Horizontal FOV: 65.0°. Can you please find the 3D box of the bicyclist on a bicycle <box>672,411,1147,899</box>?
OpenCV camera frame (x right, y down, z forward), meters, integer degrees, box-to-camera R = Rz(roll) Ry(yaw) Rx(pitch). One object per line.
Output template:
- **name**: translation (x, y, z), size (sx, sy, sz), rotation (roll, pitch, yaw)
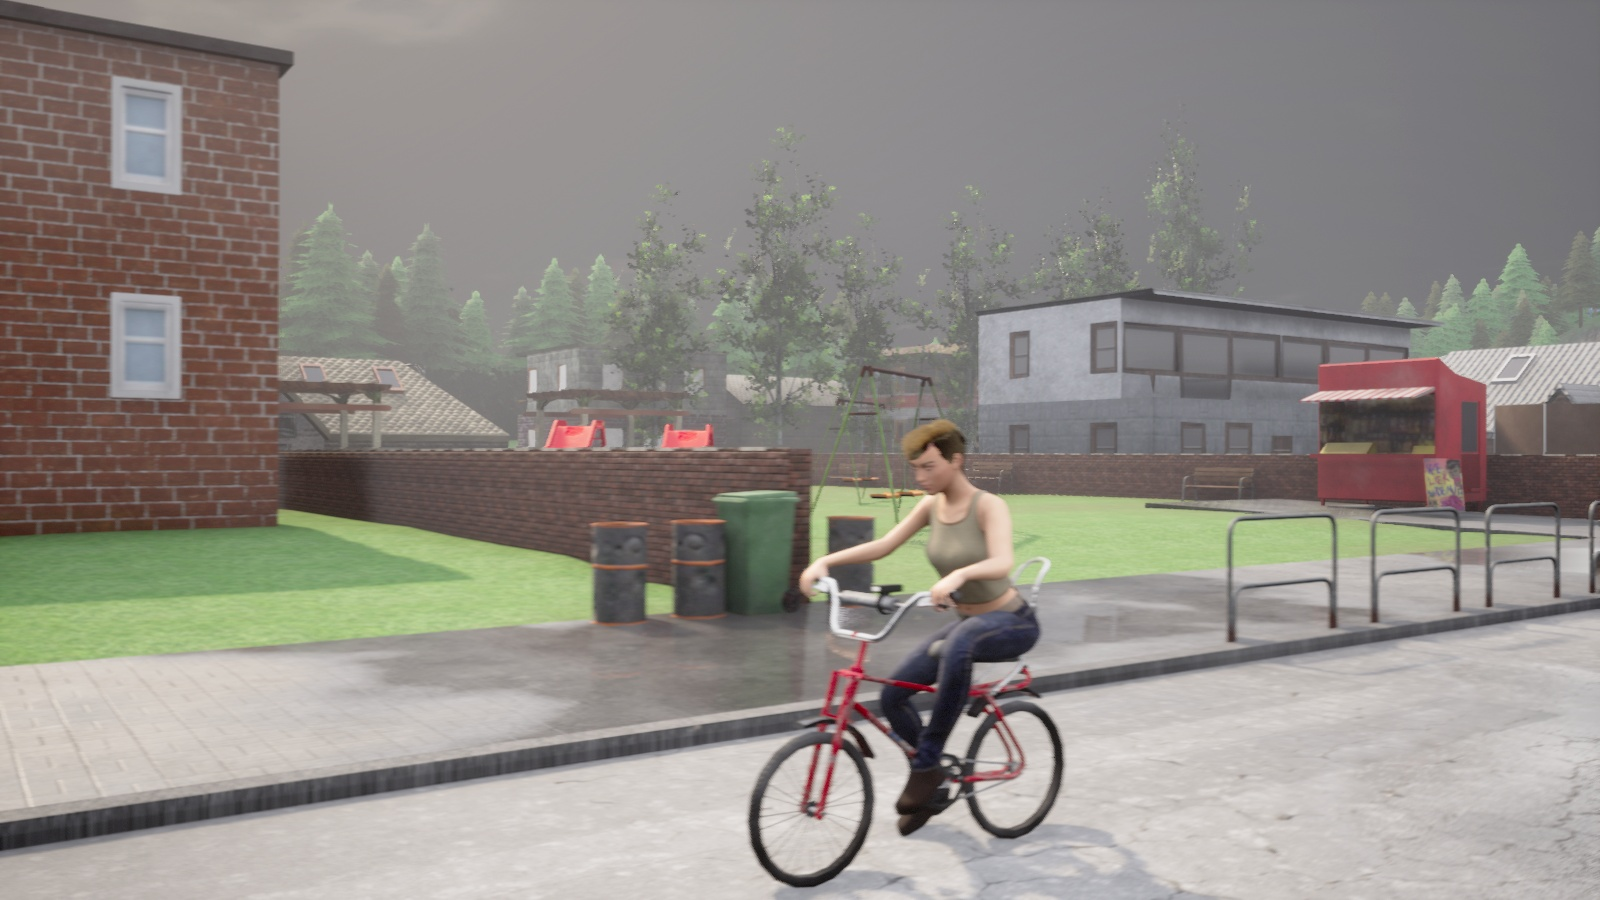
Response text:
- **bicyclist on a bicycle**: translation (0.411, 0.692, 4.555), size (1.509, 1.612, 0.866), rotation (0, 0, -35)
